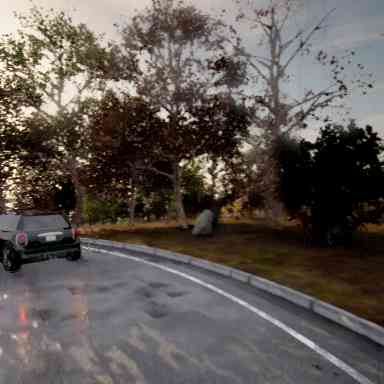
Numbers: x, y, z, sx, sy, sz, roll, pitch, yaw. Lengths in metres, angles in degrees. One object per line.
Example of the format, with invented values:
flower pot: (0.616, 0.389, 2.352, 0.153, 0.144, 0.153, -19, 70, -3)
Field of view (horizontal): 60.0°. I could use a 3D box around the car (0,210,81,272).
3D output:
car: (-5.683, 1.404, 11.310, 4.553, 1.767, 2.097, -1, 0, 45)
